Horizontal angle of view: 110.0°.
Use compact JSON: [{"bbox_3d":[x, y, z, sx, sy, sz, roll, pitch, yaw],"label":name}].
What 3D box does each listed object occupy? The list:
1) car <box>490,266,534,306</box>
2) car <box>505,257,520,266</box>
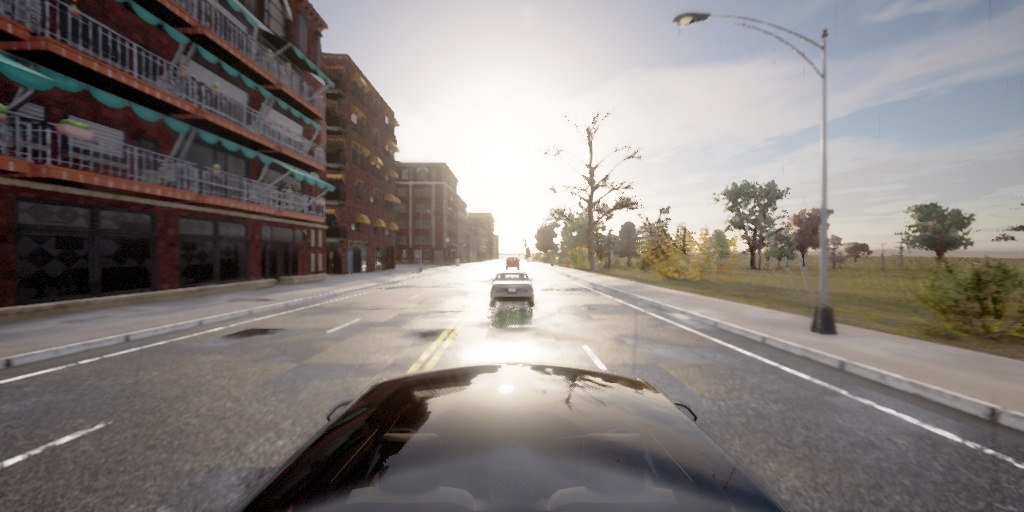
[{"bbox_3d":[0.000,1.335,16.033,2.033,1.411,5.357,0,0,0],"label":"car"},{"bbox_3d":[0.105,1.120,55.571,2.150,2.045,5.566,0,0,0],"label":"car"}]
